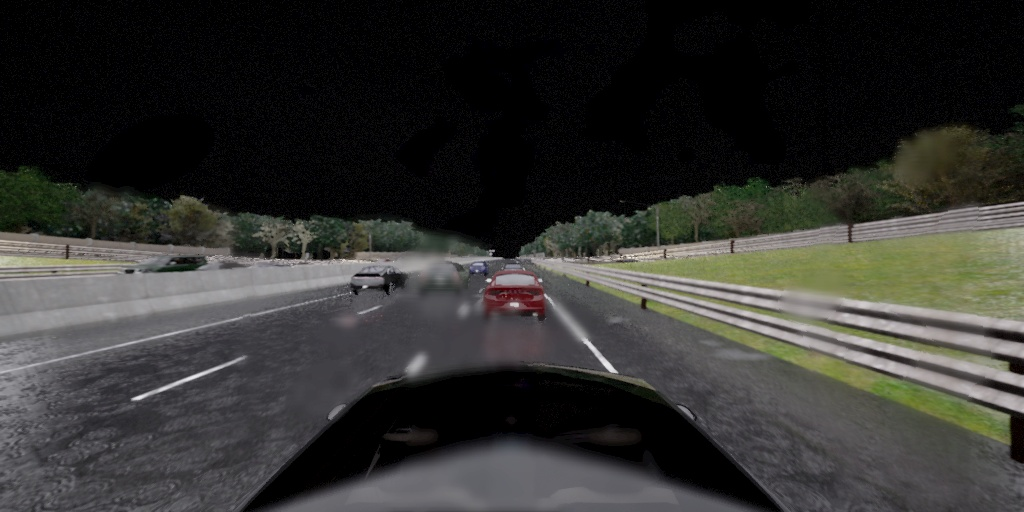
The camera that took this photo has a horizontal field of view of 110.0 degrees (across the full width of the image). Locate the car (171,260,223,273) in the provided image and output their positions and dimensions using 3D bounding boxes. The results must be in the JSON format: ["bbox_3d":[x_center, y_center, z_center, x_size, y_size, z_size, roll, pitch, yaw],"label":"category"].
[{"bbox_3d":[-21.101,1.259,25.773,1.837,1.490,4.892,0,0,0],"label":"car"}]

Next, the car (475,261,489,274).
[{"bbox_3d":[-3.406,1.279,37.211,1.812,1.442,4.674,0,0,0],"label":"car"}]

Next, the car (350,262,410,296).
[{"bbox_3d":[-6.903,1.247,19.270,2.128,1.511,4.902,0,0,0],"label":"car"}]

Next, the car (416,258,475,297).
[{"bbox_3d":[-3.403,1.108,19.184,2.097,1.767,4.553,0,0,0],"label":"car"}]

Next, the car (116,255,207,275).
[{"bbox_3d":[-24.603,0.975,25.713,2.150,2.045,5.566,0,0,0],"label":"car"}]

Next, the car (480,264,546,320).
[{"bbox_3d":[0.099,1.232,12.641,1.882,1.535,5.008,0,0,0],"label":"car"}]

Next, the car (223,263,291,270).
[{"bbox_3d":[-17.602,1.246,25.773,2.128,1.511,4.902,0,0,0],"label":"car"}]
